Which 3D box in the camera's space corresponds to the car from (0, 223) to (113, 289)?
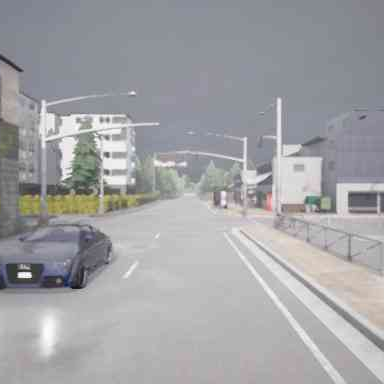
[{"bbox_3d":[-3.512,1.563,8.986,1.994,1.385,4.181,0,0,0],"label":"car"}]
